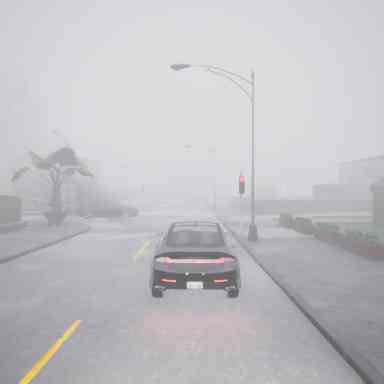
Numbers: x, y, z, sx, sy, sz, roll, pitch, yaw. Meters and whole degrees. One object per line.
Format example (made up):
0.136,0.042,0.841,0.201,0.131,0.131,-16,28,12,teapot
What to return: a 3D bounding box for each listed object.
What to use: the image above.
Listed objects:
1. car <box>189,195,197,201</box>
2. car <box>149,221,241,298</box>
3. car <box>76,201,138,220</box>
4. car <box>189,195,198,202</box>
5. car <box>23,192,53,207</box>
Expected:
0.355,1.541,84.675,1.994,1.385,4.181,0,0,0,car
0.086,1.492,8.505,2.128,1.511,4.902,0,0,1,car
-7.006,1.493,27.596,4.902,1.511,2.128,0,0,-14,car
0.312,1.465,74.440,1.882,1.535,5.008,0,0,0,car
-19.580,0.986,42.969,1.905,1.878,3.866,0,0,35,car
